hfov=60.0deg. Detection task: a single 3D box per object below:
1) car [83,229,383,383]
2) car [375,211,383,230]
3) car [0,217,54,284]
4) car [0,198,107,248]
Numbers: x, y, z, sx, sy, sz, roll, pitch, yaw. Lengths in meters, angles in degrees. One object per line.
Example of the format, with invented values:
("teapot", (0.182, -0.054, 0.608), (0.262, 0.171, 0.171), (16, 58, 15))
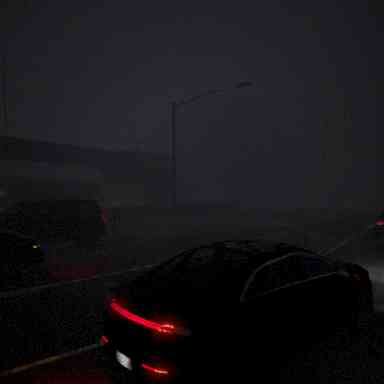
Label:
("car", (1.072, 1.503, 5.065), (4.902, 1.511, 2.128), (0, 0, -43))
("car", (11.010, 1.549, 17.703), (2.033, 1.411, 5.357), (0, 0, 36))
("car", (-6.156, 1.580, 8.182), (4.674, 1.442, 1.812), (0, 0, -39))
("car", (-6.057, 1.288, 13.069), (2.150, 2.045, 5.566), (0, 0, 42))
